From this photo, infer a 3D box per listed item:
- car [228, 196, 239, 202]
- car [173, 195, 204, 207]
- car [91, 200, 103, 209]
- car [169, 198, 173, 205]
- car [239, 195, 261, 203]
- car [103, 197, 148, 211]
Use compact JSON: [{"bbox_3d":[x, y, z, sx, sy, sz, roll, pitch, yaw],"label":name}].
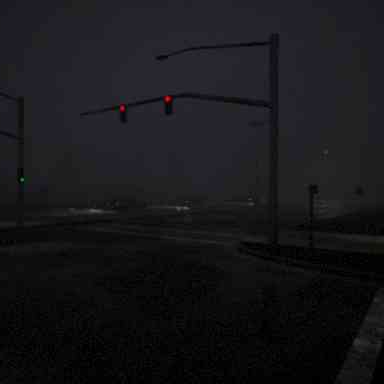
[{"bbox_3d":[8.997,1.391,65.940,1.895,1.301,4.718,1,0,36],"label":"car"},{"bbox_3d":[-0.094,1.304,47.688,1.837,1.490,4.892,0,1,36],"label":"car"},{"bbox_3d":[-9.647,1.323,40.531,2.033,1.411,5.357,1,0,36],"label":"car"},{"bbox_3d":[-1.599,1.268,51.543,2.128,1.511,4.902,1,0,36],"label":"car"},{"bbox_3d":[11.516,1.314,63.462,1.837,1.490,4.892,1,0,36],"label":"car"},{"bbox_3d":[-7.310,1.401,37.800,1.895,1.301,4.718,1,0,36],"label":"car"}]
